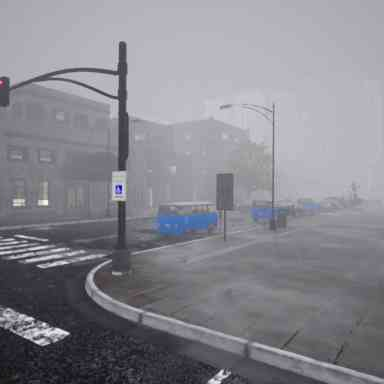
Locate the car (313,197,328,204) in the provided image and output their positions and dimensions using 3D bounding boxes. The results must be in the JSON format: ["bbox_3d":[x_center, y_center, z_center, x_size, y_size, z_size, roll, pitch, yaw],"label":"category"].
[{"bbox_3d":[27.878,1.727,72.046,1.752,1.417,4.829,0,0,35],"label":"car"}]

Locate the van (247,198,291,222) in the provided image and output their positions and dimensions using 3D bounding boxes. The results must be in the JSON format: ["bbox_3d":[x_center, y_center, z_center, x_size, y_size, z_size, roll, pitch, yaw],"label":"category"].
[{"bbox_3d":[6.237,1.435,26.699,1.690,1.788,3.998,0,0,35],"label":"van"}]

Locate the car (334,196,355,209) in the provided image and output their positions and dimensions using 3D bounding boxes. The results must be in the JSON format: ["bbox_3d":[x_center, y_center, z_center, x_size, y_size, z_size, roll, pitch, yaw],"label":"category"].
[{"bbox_3d":[22.118,1.497,49.284,2.192,1.841,5.009,0,0,35],"label":"car"}]

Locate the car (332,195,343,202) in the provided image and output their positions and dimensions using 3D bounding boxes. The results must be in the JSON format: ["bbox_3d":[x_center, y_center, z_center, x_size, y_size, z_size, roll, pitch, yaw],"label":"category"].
[{"bbox_3d":[37.504,1.711,85.736,1.967,1.590,4.097,0,0,35],"label":"car"}]

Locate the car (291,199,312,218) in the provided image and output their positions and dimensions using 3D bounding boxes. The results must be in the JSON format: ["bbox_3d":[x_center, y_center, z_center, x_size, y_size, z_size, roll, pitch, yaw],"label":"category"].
[{"bbox_3d":[9.412,1.655,31.215,1.887,1.381,4.507,0,0,35],"label":"car"}]

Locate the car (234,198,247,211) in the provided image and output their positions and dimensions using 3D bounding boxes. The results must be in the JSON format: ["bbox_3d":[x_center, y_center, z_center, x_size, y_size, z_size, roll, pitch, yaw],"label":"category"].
[{"bbox_3d":[5.745,1.506,40.568,1.967,1.590,4.097,0,0,35],"label":"car"}]

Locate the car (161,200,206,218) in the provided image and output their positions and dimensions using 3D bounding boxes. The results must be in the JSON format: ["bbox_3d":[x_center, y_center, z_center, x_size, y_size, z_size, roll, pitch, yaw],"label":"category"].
[{"bbox_3d":[-0.706,1.557,31.394,1.752,1.417,4.829,0,0,35],"label":"car"}]

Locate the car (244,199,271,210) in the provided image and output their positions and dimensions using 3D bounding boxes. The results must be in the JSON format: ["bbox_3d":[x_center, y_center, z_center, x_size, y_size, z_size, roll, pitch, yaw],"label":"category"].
[{"bbox_3d":[8.920,1.628,45.085,1.887,1.381,4.507,0,0,35],"label":"car"}]

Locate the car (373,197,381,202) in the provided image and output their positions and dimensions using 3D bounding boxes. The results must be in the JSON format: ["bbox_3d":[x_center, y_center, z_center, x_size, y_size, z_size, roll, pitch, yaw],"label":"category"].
[{"bbox_3d":[44.350,1.899,80.901,1.947,1.339,4.313,0,0,35],"label":"car"}]

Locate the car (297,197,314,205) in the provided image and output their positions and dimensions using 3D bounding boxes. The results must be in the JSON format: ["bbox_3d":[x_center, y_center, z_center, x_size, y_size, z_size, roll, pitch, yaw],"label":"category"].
[{"bbox_3d":[21.624,1.704,63.152,1.887,1.381,4.507,0,0,35],"label":"car"}]

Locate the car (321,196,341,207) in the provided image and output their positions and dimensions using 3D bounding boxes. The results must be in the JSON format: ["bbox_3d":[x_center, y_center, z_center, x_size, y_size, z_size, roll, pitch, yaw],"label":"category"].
[{"bbox_3d":[22.967,1.533,54.986,2.097,1.767,4.553,1,0,35],"label":"car"}]

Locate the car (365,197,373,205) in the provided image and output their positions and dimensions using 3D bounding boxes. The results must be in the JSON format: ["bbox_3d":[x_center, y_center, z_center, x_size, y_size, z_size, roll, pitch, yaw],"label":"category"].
[{"bbox_3d":[34.821,1.809,67.351,1.887,1.381,4.507,0,0,35],"label":"car"}]

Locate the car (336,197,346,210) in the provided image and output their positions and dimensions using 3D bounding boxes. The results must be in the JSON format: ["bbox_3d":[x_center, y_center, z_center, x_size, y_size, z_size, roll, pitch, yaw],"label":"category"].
[{"bbox_3d":[18.940,1.729,44.766,1.947,1.339,4.313,0,0,35],"label":"car"}]

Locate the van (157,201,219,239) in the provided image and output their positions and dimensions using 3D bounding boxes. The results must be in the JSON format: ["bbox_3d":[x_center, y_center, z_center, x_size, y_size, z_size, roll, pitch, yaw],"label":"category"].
[{"bbox_3d":[-0.115,1.406,17.665,1.690,1.788,3.998,0,0,35],"label":"van"}]

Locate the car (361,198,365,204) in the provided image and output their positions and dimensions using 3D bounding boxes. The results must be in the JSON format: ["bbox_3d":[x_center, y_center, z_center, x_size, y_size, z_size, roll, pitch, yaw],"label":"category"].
[{"bbox_3d":[28.567,1.747,58.456,1.752,1.417,4.829,0,0,35],"label":"car"}]

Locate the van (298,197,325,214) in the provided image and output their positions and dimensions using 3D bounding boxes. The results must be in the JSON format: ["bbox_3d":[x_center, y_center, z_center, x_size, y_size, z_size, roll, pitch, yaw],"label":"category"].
[{"bbox_3d":[12.590,1.468,35.732,1.690,1.788,3.998,0,0,35],"label":"van"}]

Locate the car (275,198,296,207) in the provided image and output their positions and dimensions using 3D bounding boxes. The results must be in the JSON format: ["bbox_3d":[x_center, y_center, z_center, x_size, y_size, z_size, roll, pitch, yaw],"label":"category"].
[{"bbox_3d":[15.272,1.665,54.118,1.887,1.381,4.507,0,0,35],"label":"car"}]

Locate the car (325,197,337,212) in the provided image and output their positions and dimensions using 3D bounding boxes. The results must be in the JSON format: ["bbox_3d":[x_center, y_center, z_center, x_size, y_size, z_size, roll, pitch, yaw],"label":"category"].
[{"bbox_3d":[15.863,1.671,40.389,1.752,1.417,4.829,0,0,35],"label":"car"}]

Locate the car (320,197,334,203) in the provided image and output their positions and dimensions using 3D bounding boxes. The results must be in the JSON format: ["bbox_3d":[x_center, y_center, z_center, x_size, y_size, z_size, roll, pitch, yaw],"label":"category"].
[{"bbox_3d":[31.152,1.791,76.702,1.947,1.339,4.313,0,0,35],"label":"car"}]

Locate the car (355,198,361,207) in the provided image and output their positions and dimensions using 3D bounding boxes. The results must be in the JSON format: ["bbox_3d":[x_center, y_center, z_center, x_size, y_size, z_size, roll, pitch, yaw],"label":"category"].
[{"bbox_3d":[25.295,1.516,53.801,2.192,1.841,5.009,0,0,35],"label":"car"}]
